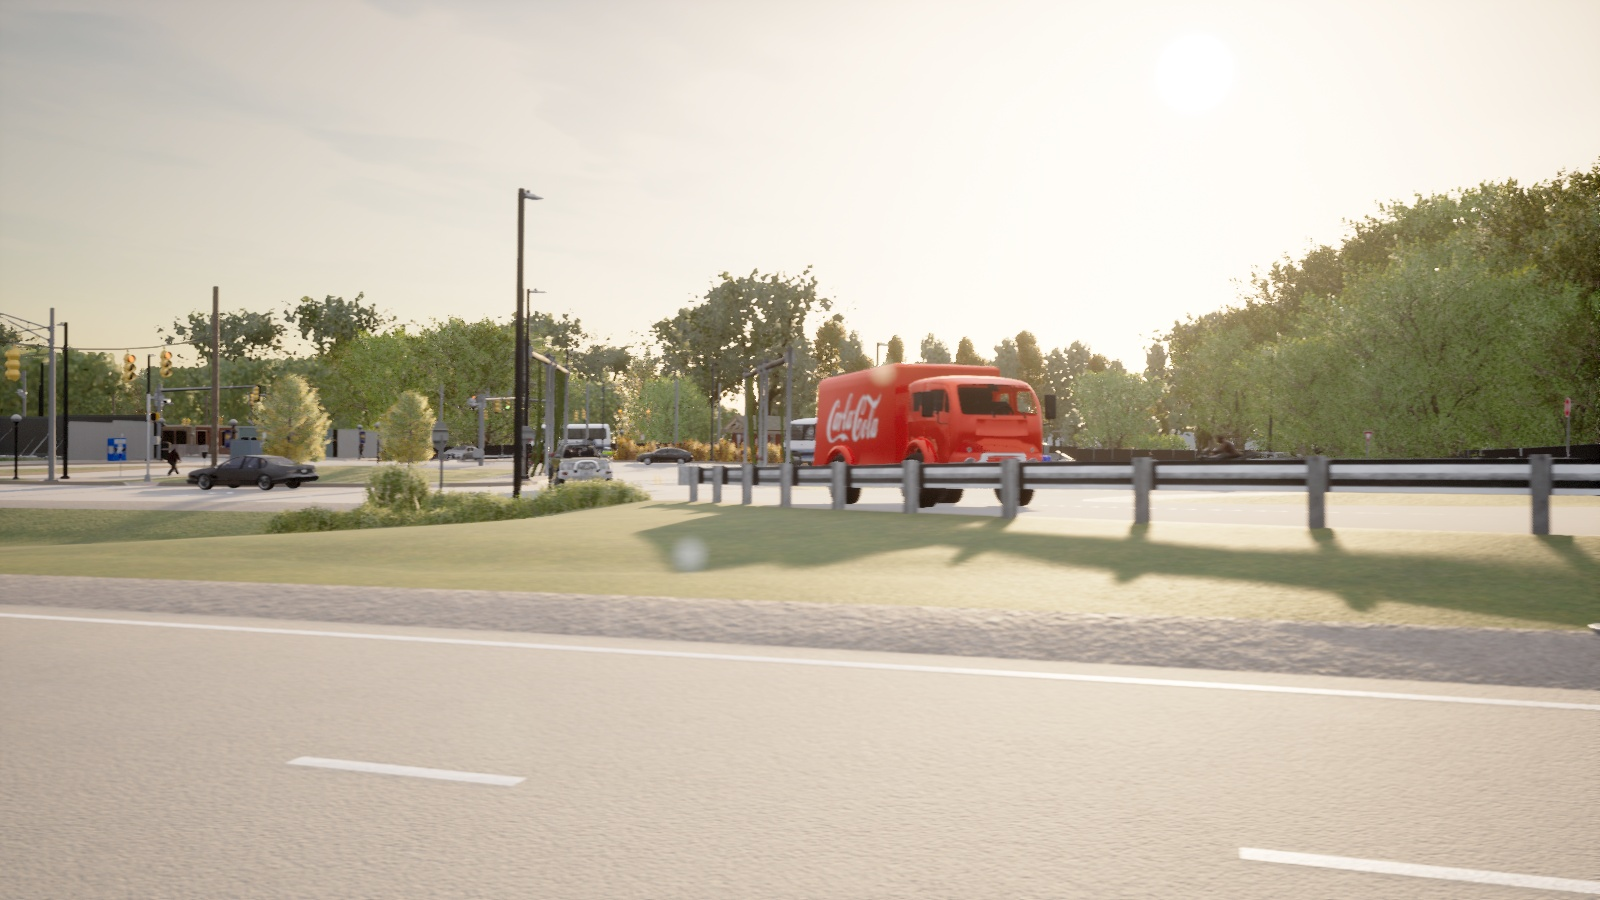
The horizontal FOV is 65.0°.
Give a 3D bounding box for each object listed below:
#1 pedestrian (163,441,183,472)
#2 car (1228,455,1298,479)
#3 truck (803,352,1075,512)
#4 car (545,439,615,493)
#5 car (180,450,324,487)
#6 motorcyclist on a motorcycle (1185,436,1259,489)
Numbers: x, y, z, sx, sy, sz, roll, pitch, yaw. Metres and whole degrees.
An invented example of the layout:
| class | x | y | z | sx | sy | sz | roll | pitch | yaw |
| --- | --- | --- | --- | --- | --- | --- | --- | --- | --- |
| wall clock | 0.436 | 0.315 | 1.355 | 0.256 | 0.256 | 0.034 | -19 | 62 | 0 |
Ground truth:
| class | x | y | z | sx | sy | sz | roll | pitch | yaw |
| --- | --- | --- | --- | --- | --- | --- | --- | --- | --- |
| pedestrian | -38.837 | 0.397 | 77.838 | 0.634 | 1.844 | 0.899 | 2 | 1 | 19 |
| car | 29.451 | 1.061 | 79.934 | 1.970 | 1.475 | 3.806 | 1 | -1 | -28 |
| truck | 2.256 | -0.223 | 22.258 | 2.627 | 2.467 | 5.204 | 1 | -1 | -22 |
| car | -8.080 | 0.539 | 45.843 | 1.932 | 1.855 | 4.605 | -1 | 1 | -17 |
| car | -22.342 | 0.733 | 51.190 | 5.357 | 1.411 | 2.033 | 0 | 1 | 18 |
| motorcyclist on a motorcycle | 12.682 | 0.387 | 37.781 | 2.044 | 1.523 | 0.797 | -2 | 0 | 19 |
